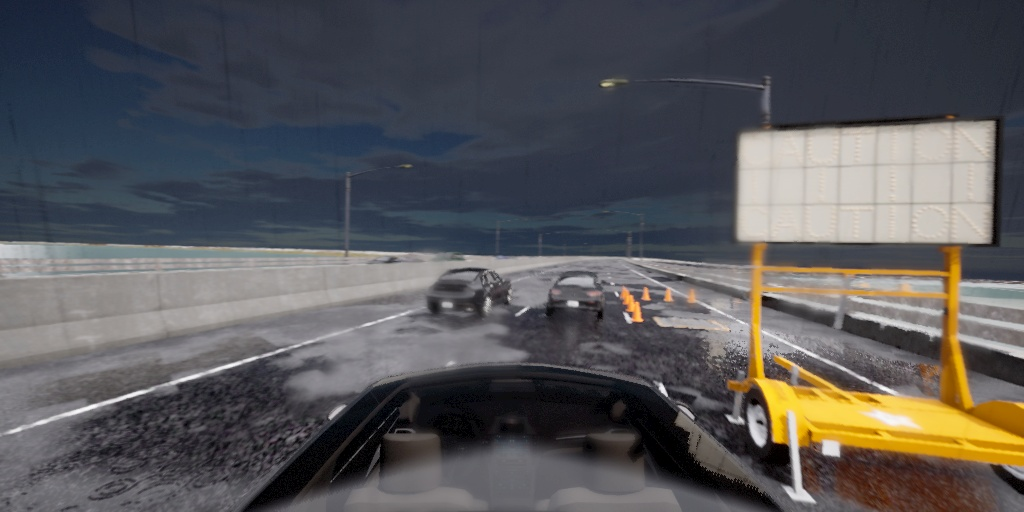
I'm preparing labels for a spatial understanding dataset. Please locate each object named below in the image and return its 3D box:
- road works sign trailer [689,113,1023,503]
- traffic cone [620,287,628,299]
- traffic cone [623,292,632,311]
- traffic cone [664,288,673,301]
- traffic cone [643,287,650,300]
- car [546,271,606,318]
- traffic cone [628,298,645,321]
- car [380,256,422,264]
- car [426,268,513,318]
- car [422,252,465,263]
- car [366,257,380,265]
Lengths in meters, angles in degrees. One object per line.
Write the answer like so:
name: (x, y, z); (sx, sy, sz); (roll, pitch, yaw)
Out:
road works sign trailer: (3.733, 0.282, 4.143); (2.380, 3.560, 2.880); (0, 0, 13)
traffic cone: (4.860, 1.728, 15.187); (0.340, 0.580, 0.340); (0, 0, 14)
traffic cone: (4.392, 1.730, 13.242); (0.340, 0.580, 0.340); (0, 0, 14)
traffic cone: (7.271, 1.772, 16.663); (0.340, 0.580, 0.340); (0, 0, 14)
traffic cone: (6.300, 1.749, 16.897); (0.340, 0.580, 0.340); (0, 0, 14)
car: (2.374, 1.258, 12.926); (1.812, 1.442, 4.674); (1, 0, 14)
traffic cone: (3.924, 1.732, 11.298); (0.340, 0.580, 0.340); (0, 0, 14)
car: (-10.337, 0.805, 35.333); (2.128, 1.511, 4.902); (1, 0, 14)
car: (-1.290, 1.158, 12.656); (1.837, 1.490, 4.892); (1, 0, 14)
car: (-6.524, 0.613, 36.157); (2.150, 2.045, 5.566); (1, 0, 14)
car: (-13.296, 0.710, 37.927); (1.882, 1.535, 5.008); (1, 0, 14)
